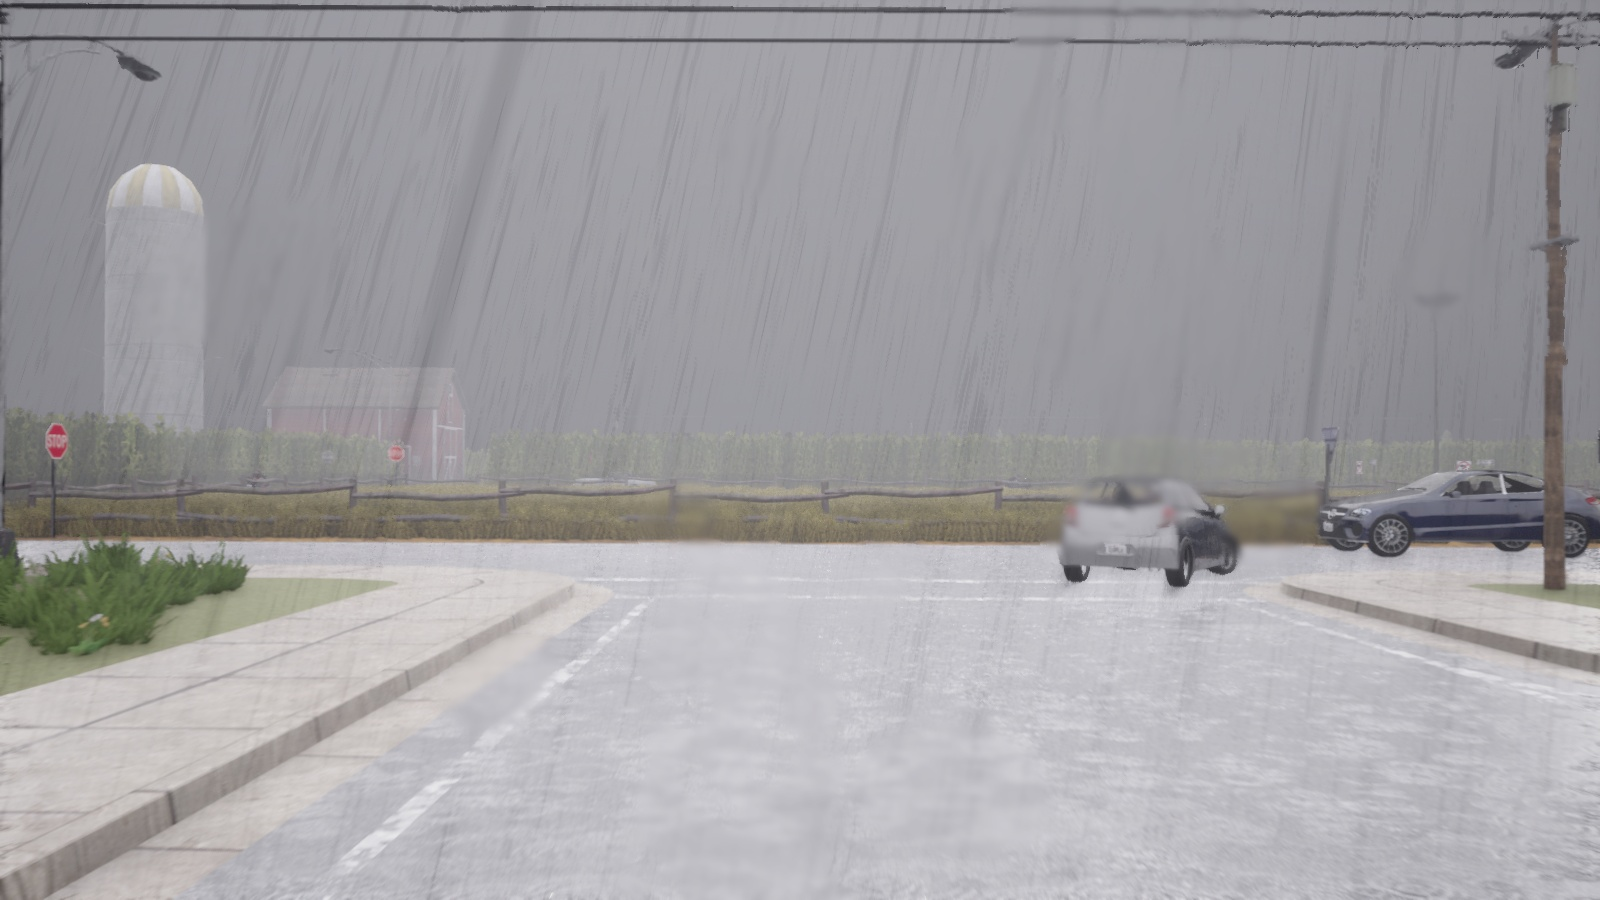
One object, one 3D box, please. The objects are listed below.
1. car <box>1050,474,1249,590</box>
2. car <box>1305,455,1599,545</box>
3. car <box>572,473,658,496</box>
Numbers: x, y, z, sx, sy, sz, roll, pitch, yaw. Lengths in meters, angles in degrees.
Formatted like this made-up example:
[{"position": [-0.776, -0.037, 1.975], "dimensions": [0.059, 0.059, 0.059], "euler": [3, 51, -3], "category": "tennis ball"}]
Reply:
[{"position": [5.216, 1.116, 18.446], "dimensions": [1.845, 1.501, 3.633], "euler": [-1, -2, 32], "category": "car"}, {"position": [12.811, 0.952, 24.504], "dimensions": [5.027, 1.651, 2.152], "euler": [0, -1, 1], "category": "car"}, {"position": [-10.870, 2.034, 73.944], "dimensions": [4.718, 1.301, 1.895], "euler": [0, -1, 1], "category": "car"}]
